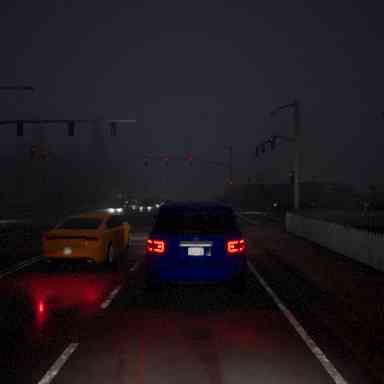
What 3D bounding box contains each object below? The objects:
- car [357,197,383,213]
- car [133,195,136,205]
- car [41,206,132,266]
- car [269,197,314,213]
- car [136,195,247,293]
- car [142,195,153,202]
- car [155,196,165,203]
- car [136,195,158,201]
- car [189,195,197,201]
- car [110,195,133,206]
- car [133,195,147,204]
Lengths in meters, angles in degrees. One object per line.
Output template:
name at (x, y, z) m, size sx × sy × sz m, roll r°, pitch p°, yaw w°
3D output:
car at (20.511, 1.352, 36.266) m, size 4.553 × 1.767 × 2.097 m, roll 0°, pitch 0°, yaw -1°
car at (-10.447, 1.352, 57.411) m, size 2.097 × 1.767 × 4.553 m, roll 0°, pitch 0°, yaw 0°
car at (-3.397, 1.478, 11.612) m, size 1.882 × 1.535 × 5.008 m, roll 0°, pitch 0°, yaw 0°
car at (10.730, 1.352, 36.046) m, size 4.553 × 1.767 × 2.097 m, roll 0°, pitch 0°, yaw -1°
car at (0.083, 1.221, 8.990) m, size 2.150 × 2.045 × 5.566 m, roll 0°, pitch 0°, yaw 0°
car at (-10.323, 1.524, 76.935) m, size 1.812 × 1.442 × 4.674 m, roll 0°, pitch 0°, yaw 0°
car at (-6.835, 1.524, 71.677) m, size 1.812 × 1.442 × 4.674 m, roll 0°, pitch 0°, yaw 0°
car at (-6.976, 1.547, 52.198) m, size 2.033 × 1.411 × 5.357 m, roll 0°, pitch 0°, yaw 0°
car at (0.204, 1.540, 88.979) m, size 2.033 × 1.411 × 5.357 m, roll 0°, pitch 0°, yaw 0°
car at (-10.486, 1.491, 48.200) m, size 2.128 × 1.511 × 4.902 m, roll 0°, pitch 0°, yaw 0°
car at (-10.366, 1.478, 66.680) m, size 1.882 × 1.535 × 5.008 m, roll 0°, pitch 0°, yaw 1°
